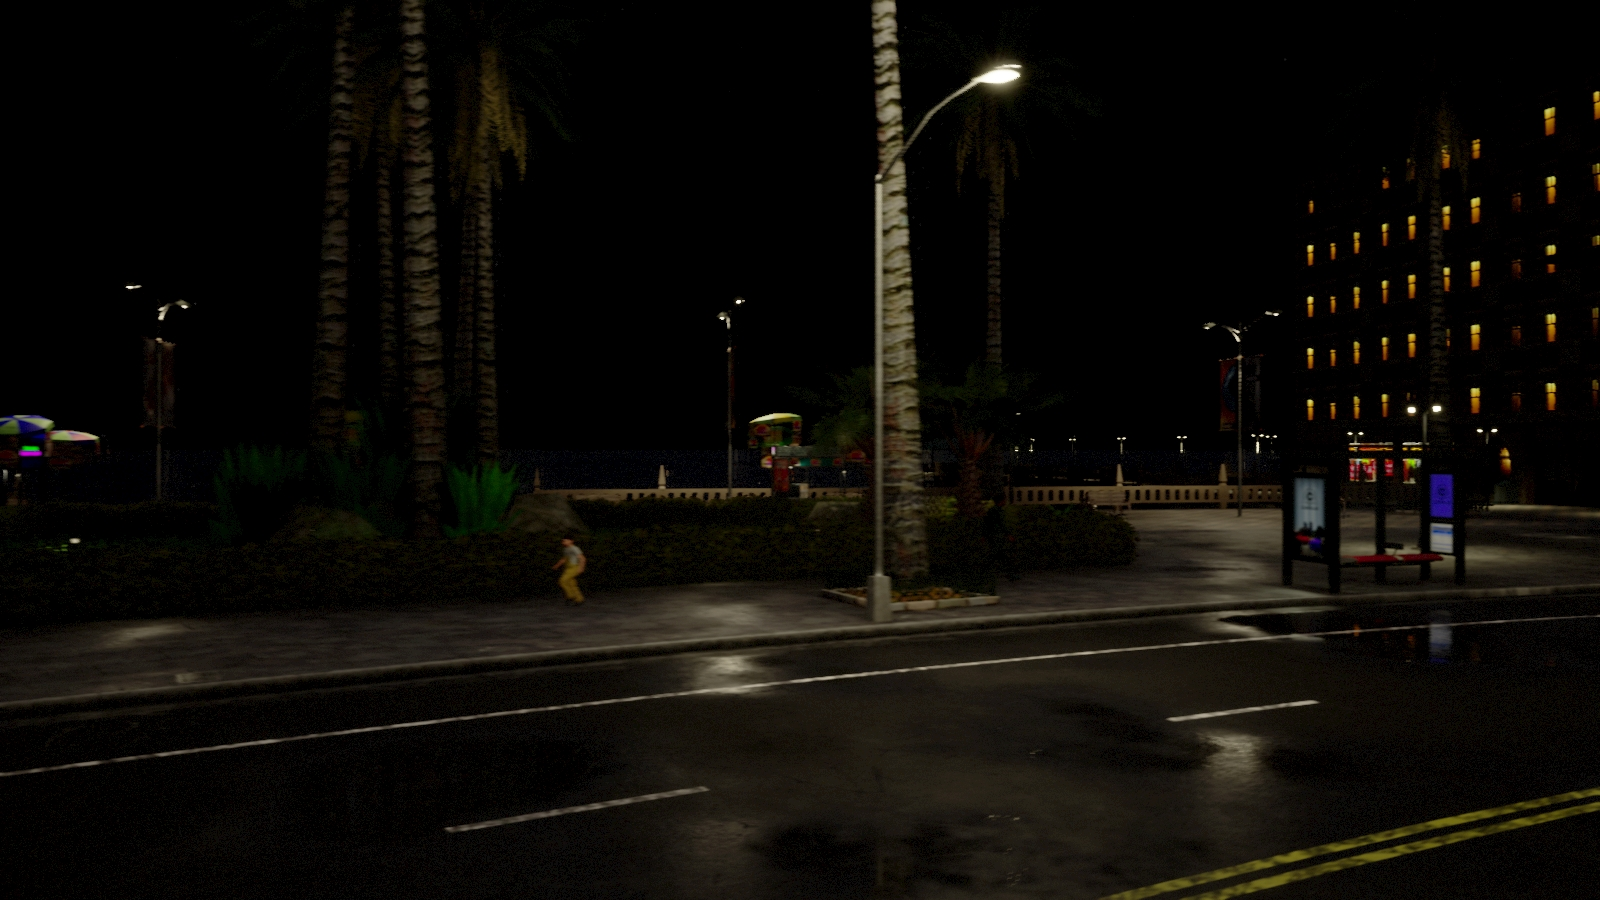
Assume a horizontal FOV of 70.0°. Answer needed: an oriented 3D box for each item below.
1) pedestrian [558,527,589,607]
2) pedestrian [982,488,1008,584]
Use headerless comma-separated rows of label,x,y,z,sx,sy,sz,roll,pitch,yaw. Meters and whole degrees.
pedestrian,-3.831,1.974,19.320,0.375,1.300,0.375,0,0,-40
pedestrian,3.847,1.694,22.566,0.375,1.860,0.375,0,0,-18
